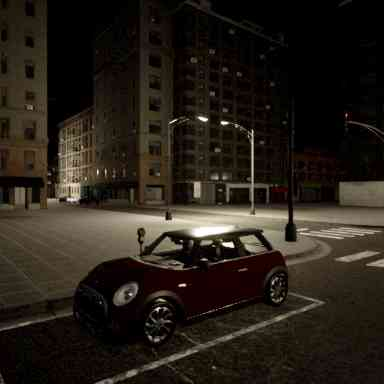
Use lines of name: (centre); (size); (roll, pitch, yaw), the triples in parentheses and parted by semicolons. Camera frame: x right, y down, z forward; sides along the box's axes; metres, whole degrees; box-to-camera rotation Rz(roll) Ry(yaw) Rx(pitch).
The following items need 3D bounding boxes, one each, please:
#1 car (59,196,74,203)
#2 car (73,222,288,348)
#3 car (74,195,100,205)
car: (-22.171, 1.272, 59.242); (1.895, 1.301, 4.718); (0, 0, -39)
car: (-0.062, 1.440, 6.257); (4.097, 1.590, 1.967); (0, 0, -38)
car: (-15.849, 1.218, 51.142); (2.128, 1.511, 4.902); (0, 0, -38)
